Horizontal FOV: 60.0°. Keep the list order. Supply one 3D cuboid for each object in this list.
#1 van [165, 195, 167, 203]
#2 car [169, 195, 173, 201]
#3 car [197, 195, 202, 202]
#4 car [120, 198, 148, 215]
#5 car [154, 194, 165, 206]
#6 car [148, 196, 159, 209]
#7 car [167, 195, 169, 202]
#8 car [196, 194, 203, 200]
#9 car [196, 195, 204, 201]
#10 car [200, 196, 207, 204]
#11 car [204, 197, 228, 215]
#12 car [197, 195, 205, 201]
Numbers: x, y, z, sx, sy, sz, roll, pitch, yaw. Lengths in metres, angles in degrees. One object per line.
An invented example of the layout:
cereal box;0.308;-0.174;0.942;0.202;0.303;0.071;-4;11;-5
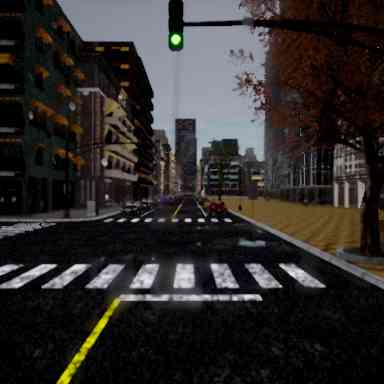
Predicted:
van;-6.067;1.305;60.363;1.690;1.788;3.998;0;0;0
car;-6.173;1.406;76.961;1.967;1.590;4.097;0;0;0
car;2.313;1.547;60.415;1.802;1.307;4.206;0;0;0
car;-5.891;1.519;32.700;2.008;1.369;4.403;0;0;0
car;-6.032;1.404;54.830;1.967;1.590;4.097;0;0;0
car;-5.962;1.516;43.766;2.008;1.369;4.403;0;0;0
car;-6.102;1.546;65.895;1.802;1.307;4.206;0;0;0
car;2.102;1.417;93.610;1.967;1.590;4.097;0;0;0
car;2.137;1.524;88.079;2.008;1.369;4.403;0;0;0
car;2.417;1.491;43.988;1.752;1.417;4.829;0;0;0
car;2.489;1.514;32.753;1.887;1.381;4.507;0;0;0
car;2.173;1.514;82.546;1.887;1.381;4.507;0;0;0
